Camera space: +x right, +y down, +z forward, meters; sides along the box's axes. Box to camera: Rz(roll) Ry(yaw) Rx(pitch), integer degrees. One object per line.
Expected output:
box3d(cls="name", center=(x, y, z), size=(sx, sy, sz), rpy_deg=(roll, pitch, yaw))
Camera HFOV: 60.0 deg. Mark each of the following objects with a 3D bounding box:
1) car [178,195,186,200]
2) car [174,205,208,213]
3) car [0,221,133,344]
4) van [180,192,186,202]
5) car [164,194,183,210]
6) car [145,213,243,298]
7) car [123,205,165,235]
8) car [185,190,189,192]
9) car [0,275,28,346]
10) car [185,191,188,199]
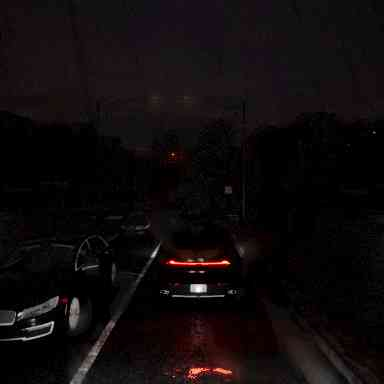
box3d(cls="car", center=(-2.523, 1.443, 88.507), size=(2.008, 1.369, 4.403), rpy_deg=(-1, 0, 0))
box3d(cls="car", center=(0.157, 1.604, 18.597), size=(1.895, 1.301, 4.718), rpy_deg=(0, 0, 1))
box3d(cls="car", center=(-2.650, 1.549, 6.515), size=(2.008, 1.369, 4.403), rpy_deg=(-2, 0, 0))
box3d(cls="van", center=(-2.564, 1.369, 66.343), size=(1.690, 1.788, 3.998), rpy_deg=(-1, 0, 0))
box3d(cls="car", center=(-2.599, 1.490, 44.187), size=(1.967, 1.590, 4.097), rpy_deg=(-2, 0, 0))
box3d(cls="car", center=(0.116, 1.503, 8.466), size=(1.837, 1.490, 4.892), rpy_deg=(0, 0, 0))
box3d(cls="car", center=(-2.633, 1.584, 17.410), size=(1.802, 1.307, 4.206), rpy_deg=(-2, 0, 0))
box3d(cls="car", center=(-2.517, 1.146, 94.056), size=(2.192, 1.841, 5.009), rpy_deg=(-1, 1, 0))
box3d(cls="car", center=(-2.657, 1.550, 1.066), size=(2.008, 1.369, 4.403), rpy_deg=(-2, 0, 0))
box3d(cls="car", center=(-2.557, 1.318, 71.886), size=(2.192, 1.841, 5.009), rpy_deg=(-1, 0, 0))
